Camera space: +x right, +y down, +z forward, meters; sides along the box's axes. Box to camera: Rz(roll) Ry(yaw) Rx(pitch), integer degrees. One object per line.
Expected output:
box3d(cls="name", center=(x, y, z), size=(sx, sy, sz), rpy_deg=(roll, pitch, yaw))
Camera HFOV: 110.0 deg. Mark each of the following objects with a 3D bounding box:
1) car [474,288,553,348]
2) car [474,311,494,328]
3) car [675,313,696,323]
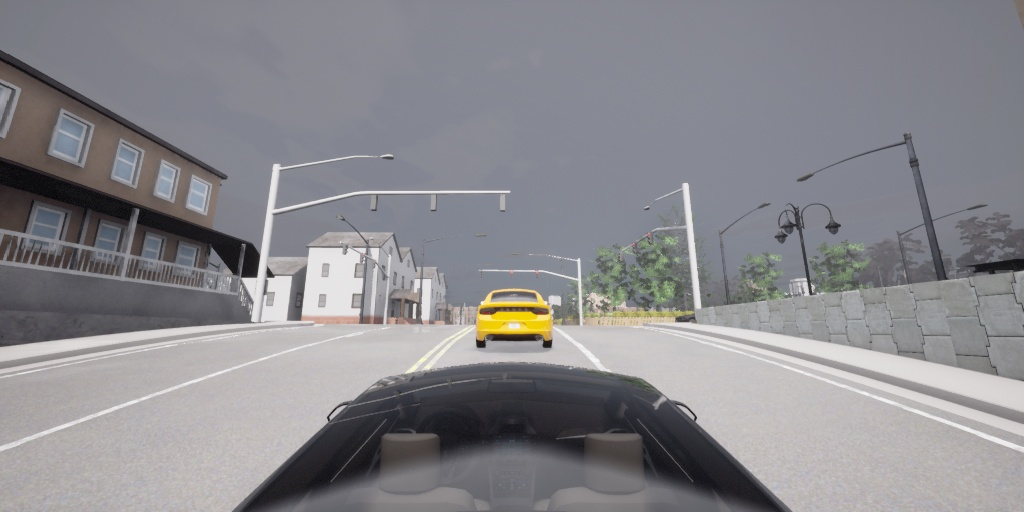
box3d(cls="car", center=(0.061, 1.723, 10.545), size=(1.882, 1.535, 5.008), rpy_deg=(0, -7, 0))
box3d(cls="car", center=(-3.660, 8.485, 47.392), size=(2.150, 2.045, 5.566), rpy_deg=(0, -12, 0))
box3d(cls="car", center=(16.459, 5.260, 30.407), size=(5.008, 1.535, 1.882), rpy_deg=(0, -12, 1))
